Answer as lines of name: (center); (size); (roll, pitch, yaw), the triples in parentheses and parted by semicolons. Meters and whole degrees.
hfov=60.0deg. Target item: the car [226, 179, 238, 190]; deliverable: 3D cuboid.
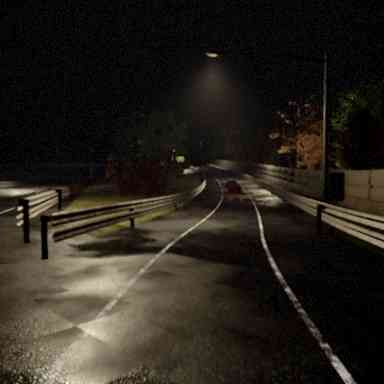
car: (6.969, -1.375, 58.179); (1.812, 1.442, 4.674); (0, 6, 3)

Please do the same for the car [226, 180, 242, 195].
car: (6.191, -0.504, 48.132); (1.882, 1.535, 5.008); (0, 5, 5)
